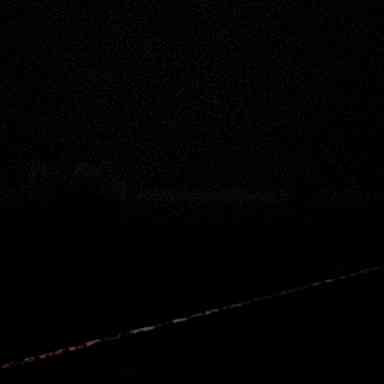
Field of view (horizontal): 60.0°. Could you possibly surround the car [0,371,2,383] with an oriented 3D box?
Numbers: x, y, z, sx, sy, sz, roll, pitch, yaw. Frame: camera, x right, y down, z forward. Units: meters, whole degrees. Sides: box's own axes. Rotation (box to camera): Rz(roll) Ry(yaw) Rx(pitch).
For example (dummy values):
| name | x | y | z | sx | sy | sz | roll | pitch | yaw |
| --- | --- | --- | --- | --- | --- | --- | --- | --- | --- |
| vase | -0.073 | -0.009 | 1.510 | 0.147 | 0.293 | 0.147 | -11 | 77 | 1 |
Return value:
| name | x | y | z | sx | sy | sz | roll | pitch | yaw |
| --- | --- | --- | --- | --- | --- | --- | --- | --- | --- |
| car | -3.671 | 1.468 | 1.370 | 5.008 | 1.535 | 1.882 | 0 | 0 | -36 |
